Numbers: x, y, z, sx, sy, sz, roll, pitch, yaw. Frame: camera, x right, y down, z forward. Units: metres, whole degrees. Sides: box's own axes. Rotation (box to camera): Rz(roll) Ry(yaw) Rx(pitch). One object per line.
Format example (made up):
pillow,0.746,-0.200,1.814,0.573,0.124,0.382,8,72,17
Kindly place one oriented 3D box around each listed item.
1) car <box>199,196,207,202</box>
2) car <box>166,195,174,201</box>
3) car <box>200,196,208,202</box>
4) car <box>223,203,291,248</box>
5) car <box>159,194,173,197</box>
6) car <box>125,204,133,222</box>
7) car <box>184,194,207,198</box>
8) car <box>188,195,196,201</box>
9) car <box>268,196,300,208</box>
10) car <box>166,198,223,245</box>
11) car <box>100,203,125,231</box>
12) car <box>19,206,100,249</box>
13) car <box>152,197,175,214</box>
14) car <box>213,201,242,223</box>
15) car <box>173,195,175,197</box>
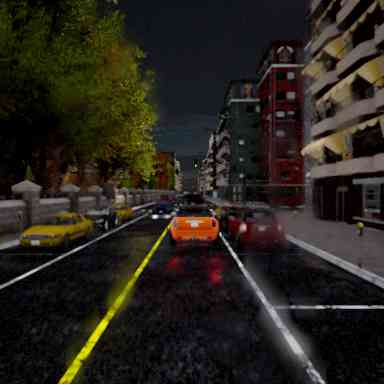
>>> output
car,2.683,1.583,80.566,1.887,1.381,4.507,0,0,0
car,-5.697,1.590,86.101,1.887,1.381,4.507,0,0,0
car,2.684,1.557,75.201,1.752,1.417,4.829,0,0,0
car,2.688,1.437,14.668,1.967,1.590,4.097,0,0,0
car,-5.697,1.341,69.495,2.192,1.841,5.009,0,0,0
car,-5.693,1.525,25.759,1.752,1.417,4.829,0,0,0
car,0.097,1.223,32.289,2.150,2.045,5.566,0,0,0
car,-0.004,1.536,91.056,2.128,1.511,4.902,0,0,0
car,14.613,1.601,52.923,5.009,1.841,2.192,1,-1,0
car,0.099,1.349,15.631,2.097,1.767,4.553,0,0,0
car,-5.692,1.549,20.298,2.008,1.369,4.403,0,0,0
car,-5.692,1.523,14.498,1.752,1.417,4.829,0,0,0
car,-3.016,1.551,35.140,2.033,1.411,5.357,0,0,0
car,2.687,1.525,26.100,1.752,1.417,4.829,0,0,0
car,-5.697,1.478,80.566,1.967,1.590,4.097,0,0,0
